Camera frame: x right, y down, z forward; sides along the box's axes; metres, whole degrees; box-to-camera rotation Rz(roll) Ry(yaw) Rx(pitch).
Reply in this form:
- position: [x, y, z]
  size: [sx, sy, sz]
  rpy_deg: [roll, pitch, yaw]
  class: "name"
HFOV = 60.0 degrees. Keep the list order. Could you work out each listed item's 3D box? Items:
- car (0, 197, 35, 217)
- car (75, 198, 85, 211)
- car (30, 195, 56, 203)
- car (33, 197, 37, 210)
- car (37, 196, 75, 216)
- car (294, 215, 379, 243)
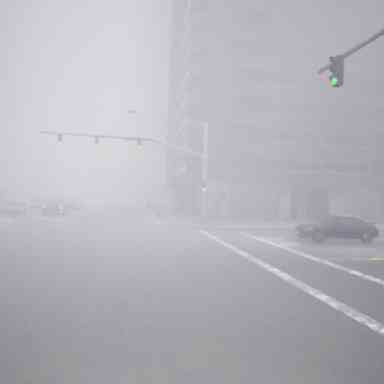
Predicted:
- position: [-16.643, 1.508, 30.642]
  size: [2.033, 1.411, 5.357]
  rpy_deg: [2, -1, -10]
  class: "car"
- position: [-15.390, 1.529, 43.671]
  size: [2.097, 1.767, 4.553]
  rpy_deg: [2, -1, -10]
  class: "car"
- position: [-32.408, 1.542, 72.376]
  size: [4.892, 1.490, 1.837]
  rpy_deg: [2, -1, -10]
  class: "car"
- position: [-18.415, 1.401, 40.642]
  size: [2.097, 1.767, 4.553]
  rpy_deg: [2, -1, -10]
  class: "car"
- position: [-13.604, 1.439, 33.608]
  size: [2.097, 1.767, 4.553]
  rpy_deg: [2, -1, -10]
  class: "car"
- position: [8.078, 2.014, 18.635]
  size: [4.674, 1.442, 1.812]
  rpy_deg: [2, -1, -10]
  class: "car"
